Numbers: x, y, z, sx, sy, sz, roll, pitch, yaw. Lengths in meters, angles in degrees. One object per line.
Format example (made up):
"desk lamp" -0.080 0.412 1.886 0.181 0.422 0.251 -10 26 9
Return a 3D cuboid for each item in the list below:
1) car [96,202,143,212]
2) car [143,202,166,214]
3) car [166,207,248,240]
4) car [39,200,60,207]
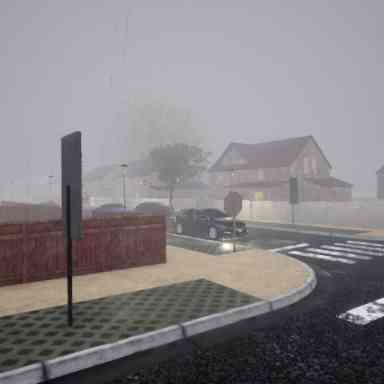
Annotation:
"car" -6.263 1.626 27.291 1.882 1.535 5.008 -1 0 -37
"car" -3.778 1.610 28.673 1.882 1.535 5.008 -1 0 -36
"car" 0.856 1.588 17.797 1.837 1.490 4.892 -1 1 -37
"car" -19.184 1.823 44.643 1.994 1.385 4.181 -1 0 -36
